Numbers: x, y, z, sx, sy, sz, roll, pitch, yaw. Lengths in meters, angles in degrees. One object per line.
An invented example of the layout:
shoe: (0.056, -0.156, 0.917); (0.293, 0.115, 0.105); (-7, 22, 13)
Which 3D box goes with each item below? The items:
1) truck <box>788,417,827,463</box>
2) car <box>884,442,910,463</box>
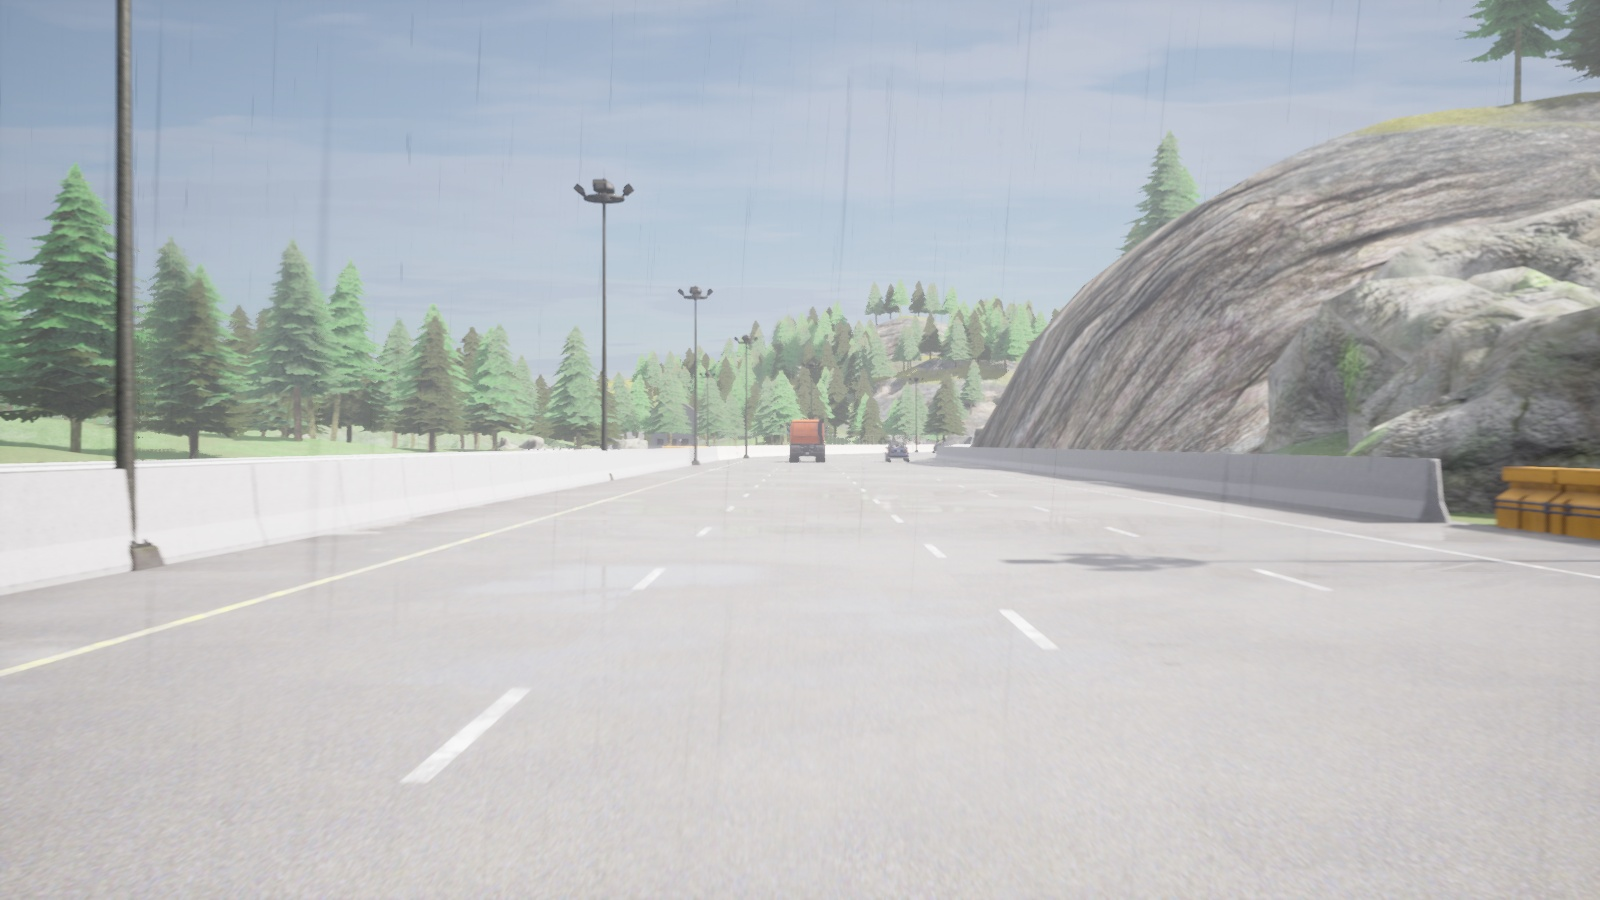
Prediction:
truck: (0.576, -0.783, 98.337); (2.891, 3.462, 7.936); (0, 0, 0)
car: (7.574, 0.184, 98.160); (1.789, 1.549, 3.705); (0, 0, 0)
